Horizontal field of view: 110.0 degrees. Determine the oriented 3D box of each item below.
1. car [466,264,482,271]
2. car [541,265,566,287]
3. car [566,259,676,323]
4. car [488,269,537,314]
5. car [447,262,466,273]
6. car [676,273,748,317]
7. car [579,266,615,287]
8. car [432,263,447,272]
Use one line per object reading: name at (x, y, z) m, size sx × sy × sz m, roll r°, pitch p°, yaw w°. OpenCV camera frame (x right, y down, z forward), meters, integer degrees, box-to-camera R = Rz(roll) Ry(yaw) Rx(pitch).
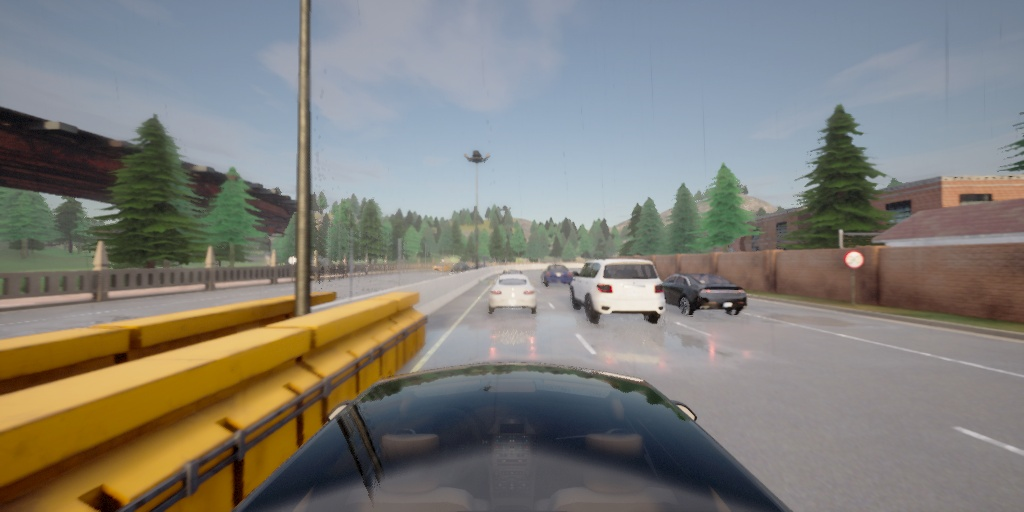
car at (-5.718, 2.125, 61.064) m, size 2.033 × 1.411 × 5.357 m, roll 0°, pitch -1°, yaw 9°
car at (3.544, 1.482, 29.023) m, size 2.097 × 1.767 × 4.553 m, roll 0°, pitch -1°, yaw 0°
car at (3.526, 1.130, 12.958) m, size 2.150 × 2.045 × 5.566 m, roll 0°, pitch -1°, yaw 0°
car at (0.044, 1.457, 14.780) m, size 1.812 × 1.442 × 4.674 m, roll 0°, pitch -1°, yaw 1°
car at (-9.015, 1.945, 62.195) m, size 2.097 × 1.767 × 4.553 m, roll 0°, pitch -1°, yaw 10°
car at (7.038, 1.414, 14.107) m, size 2.128 × 1.511 × 4.902 m, roll 0°, pitch -1°, yaw 0°
car at (7.053, 1.626, 30.302) m, size 1.882 × 1.535 × 5.008 m, roll 0°, pitch 0°, yaw 0°
car at (-12.381, 2.084, 63.156) m, size 1.882 × 1.535 × 5.008 m, roll 0°, pitch -1°, yaw 9°
